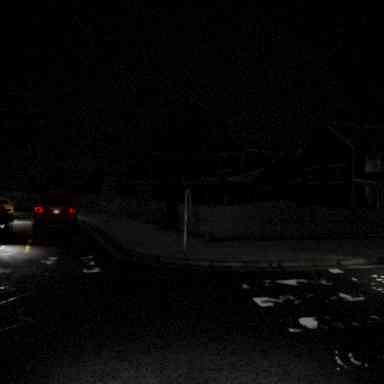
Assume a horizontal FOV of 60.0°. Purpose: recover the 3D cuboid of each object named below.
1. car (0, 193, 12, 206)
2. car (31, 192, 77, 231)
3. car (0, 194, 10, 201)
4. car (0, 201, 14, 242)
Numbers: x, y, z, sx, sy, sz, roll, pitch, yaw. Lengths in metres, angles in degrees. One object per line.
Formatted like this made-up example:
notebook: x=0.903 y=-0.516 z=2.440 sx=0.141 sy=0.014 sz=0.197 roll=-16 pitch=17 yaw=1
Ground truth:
car: x=-24.777 y=0.946 z=42.355 sx=1.882 sy=1.535 sz=5.008 roll=1 pitch=0 yaw=-44
car: x=-7.955 y=1.052 z=19.213 sx=2.150 sy=2.045 sz=5.566 roll=2 pitch=0 yaw=-25
car: x=-14.798 y=1.148 z=25.345 sx=1.882 sy=1.535 sz=5.008 roll=2 pitch=0 yaw=-34
car: x=-9.052 y=1.319 z=14.800 sx=1.812 sy=1.442 sz=4.674 roll=2 pitch=0 yaw=-25
